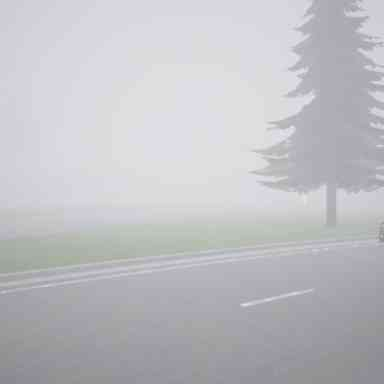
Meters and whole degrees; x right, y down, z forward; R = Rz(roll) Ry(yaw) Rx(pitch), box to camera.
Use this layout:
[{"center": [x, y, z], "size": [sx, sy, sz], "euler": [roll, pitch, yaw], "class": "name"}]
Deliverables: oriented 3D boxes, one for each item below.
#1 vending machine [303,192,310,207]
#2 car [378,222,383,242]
[{"center": [16.270, 1.052, 47.454], "size": [0.880, 2.100, 1.100], "euler": [0, 0, 16], "class": "vending machine"}, {"center": [9.203, 1.460, 12.472], "size": [4.902, 1.511, 2.128], "euler": [0, 0, -25], "class": "car"}]
